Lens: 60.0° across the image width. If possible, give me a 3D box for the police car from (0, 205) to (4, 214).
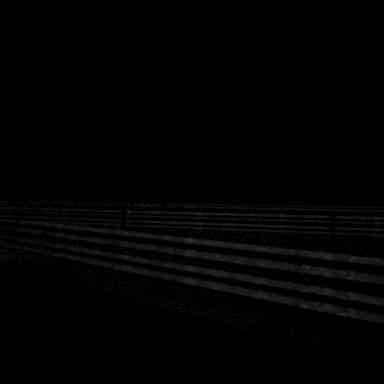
[{"bbox_3d":[-18.205,1.341,27.939,5.238,1.638,1.930,0,0,22],"label":"police car"}]
